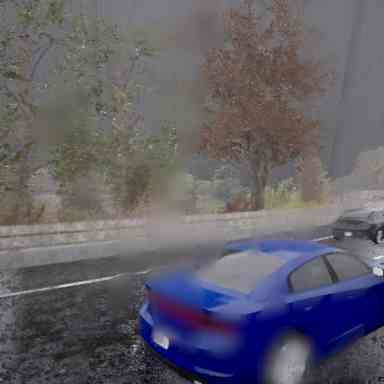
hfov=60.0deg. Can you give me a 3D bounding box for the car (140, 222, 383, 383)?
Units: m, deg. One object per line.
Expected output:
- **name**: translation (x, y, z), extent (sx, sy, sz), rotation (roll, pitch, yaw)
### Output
- **car**: translation (1.633, 1.491, 5.212), extent (5.008, 1.535, 1.882), rotation (0, 0, -37)

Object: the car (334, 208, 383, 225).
- **car**: translation (8.348, 1.530, 15.764), extent (4.892, 1.490, 1.837), rotation (0, 0, -44)
